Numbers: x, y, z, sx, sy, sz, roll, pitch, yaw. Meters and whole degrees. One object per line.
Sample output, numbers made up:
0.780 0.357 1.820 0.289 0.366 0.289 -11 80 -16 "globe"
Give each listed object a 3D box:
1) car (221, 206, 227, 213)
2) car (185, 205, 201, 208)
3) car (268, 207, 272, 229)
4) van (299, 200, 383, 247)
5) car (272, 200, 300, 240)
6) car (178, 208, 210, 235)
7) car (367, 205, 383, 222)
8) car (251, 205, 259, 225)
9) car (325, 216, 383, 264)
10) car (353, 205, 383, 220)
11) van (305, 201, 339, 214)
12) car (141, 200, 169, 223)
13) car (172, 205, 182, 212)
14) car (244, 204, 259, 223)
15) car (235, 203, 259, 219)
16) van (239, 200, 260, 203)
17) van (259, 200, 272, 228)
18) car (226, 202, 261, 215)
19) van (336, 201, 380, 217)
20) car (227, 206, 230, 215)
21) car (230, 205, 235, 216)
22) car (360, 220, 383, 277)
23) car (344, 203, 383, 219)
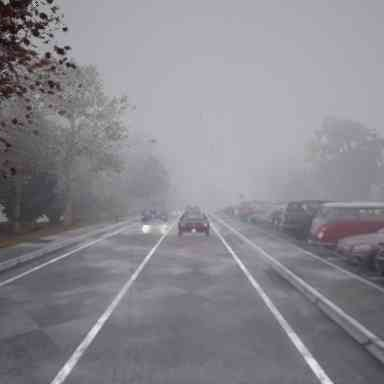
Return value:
7.076 2.131 43.857 5.566 2.045 2.435 0 -2 0 "car"
0.125 2.333 41.749 2.128 1.511 4.902 0 -2 0 "car"
7.094 1.754 18.866 4.792 1.488 2.163 0 -1 0 "car"
6.940 1.412 13.344 4.442 1.987 1.878 0 -1 0 "van"
7.089 1.415 16.120 5.566 2.045 2.435 0 -1 0 "car"
0.102 1.936 20.971 1.895 1.301 4.718 0 -1 0 "car"
20.162 2.084 32.542 5.008 1.535 2.097 0 -2 0 "car"
7.077 1.910 24.423 4.674 1.452 2.002 0 -2 0 "car"
7.055 1.650 10.565 4.674 1.452 2.002 0 -1 0 "car"
20.166 2.160 35.437 5.008 1.535 2.097 0 -2 0 "car"
20.315 2.397 52.050 4.442 1.987 1.878 0 -2 0 "van"
-3.335 1.789 31.288 2.150 2.045 5.566 0 -1 0 "car"
-3.194 3.489 72.431 2.128 1.511 4.902 0 -3 0 "car"
7.048 1.973 27.199 4.792 1.488 2.163 0 -1 0 "car"
7.093 2.090 32.749 5.008 1.535 2.097 0 -2 0 "car"
7.208 1.937 35.531 4.442 1.987 1.878 0 -2 0 "van"
6.953 1.571 21.655 4.442 1.987 1.878 0 -2 0 "van"
7.141 2.332 46.624 4.553 1.767 2.185 0 -2 0 "car"
20.297 2.077 40.856 4.442 1.987 1.878 0 -2 0 "van"
7.130 2.339 41.074 4.792 1.488 2.163 0 -2 0 "car"
7.099 2.276 38.299 4.674 1.452 2.002 0 -2 0 "car"
7.042 1.581 7.789 5.008 1.535 2.097 0 -1 0 "car"
20.144 2.104 38.085 4.553 1.767 2.185 0 -1 0 "car"
